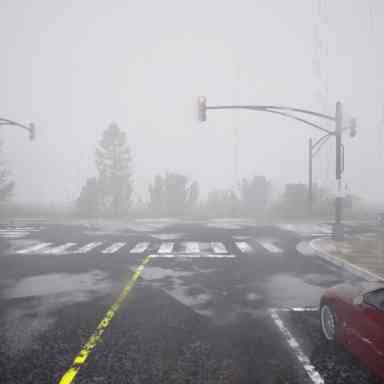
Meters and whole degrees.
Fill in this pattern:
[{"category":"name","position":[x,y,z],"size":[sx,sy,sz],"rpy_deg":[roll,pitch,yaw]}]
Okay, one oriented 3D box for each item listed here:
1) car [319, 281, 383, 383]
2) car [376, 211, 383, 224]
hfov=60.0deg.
[{"category":"car","position":[2.813,1.581,3.545],"size":[1.802,1.307,4.206],"rpy_deg":[-1,0,0]},{"category":"car","position":[14.557,1.475,21.703],"size":[4.674,1.442,1.812],"rpy_deg":[0,1,0]}]
